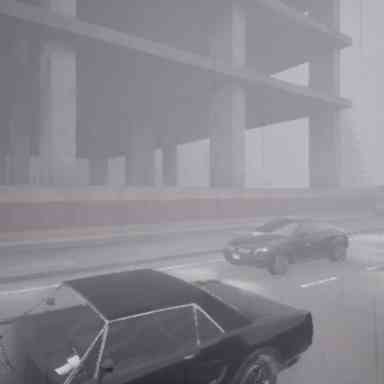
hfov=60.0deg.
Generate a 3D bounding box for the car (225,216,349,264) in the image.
[{"bbox_3d":[3.122,1.525,10.516,4.674,1.442,1.812,0,0,-35],"label":"car"}]

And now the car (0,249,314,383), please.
[{"bbox_3d":[-0.963,1.601,3.303,4.718,1.301,1.895,0,0,-35],"label":"car"}]
